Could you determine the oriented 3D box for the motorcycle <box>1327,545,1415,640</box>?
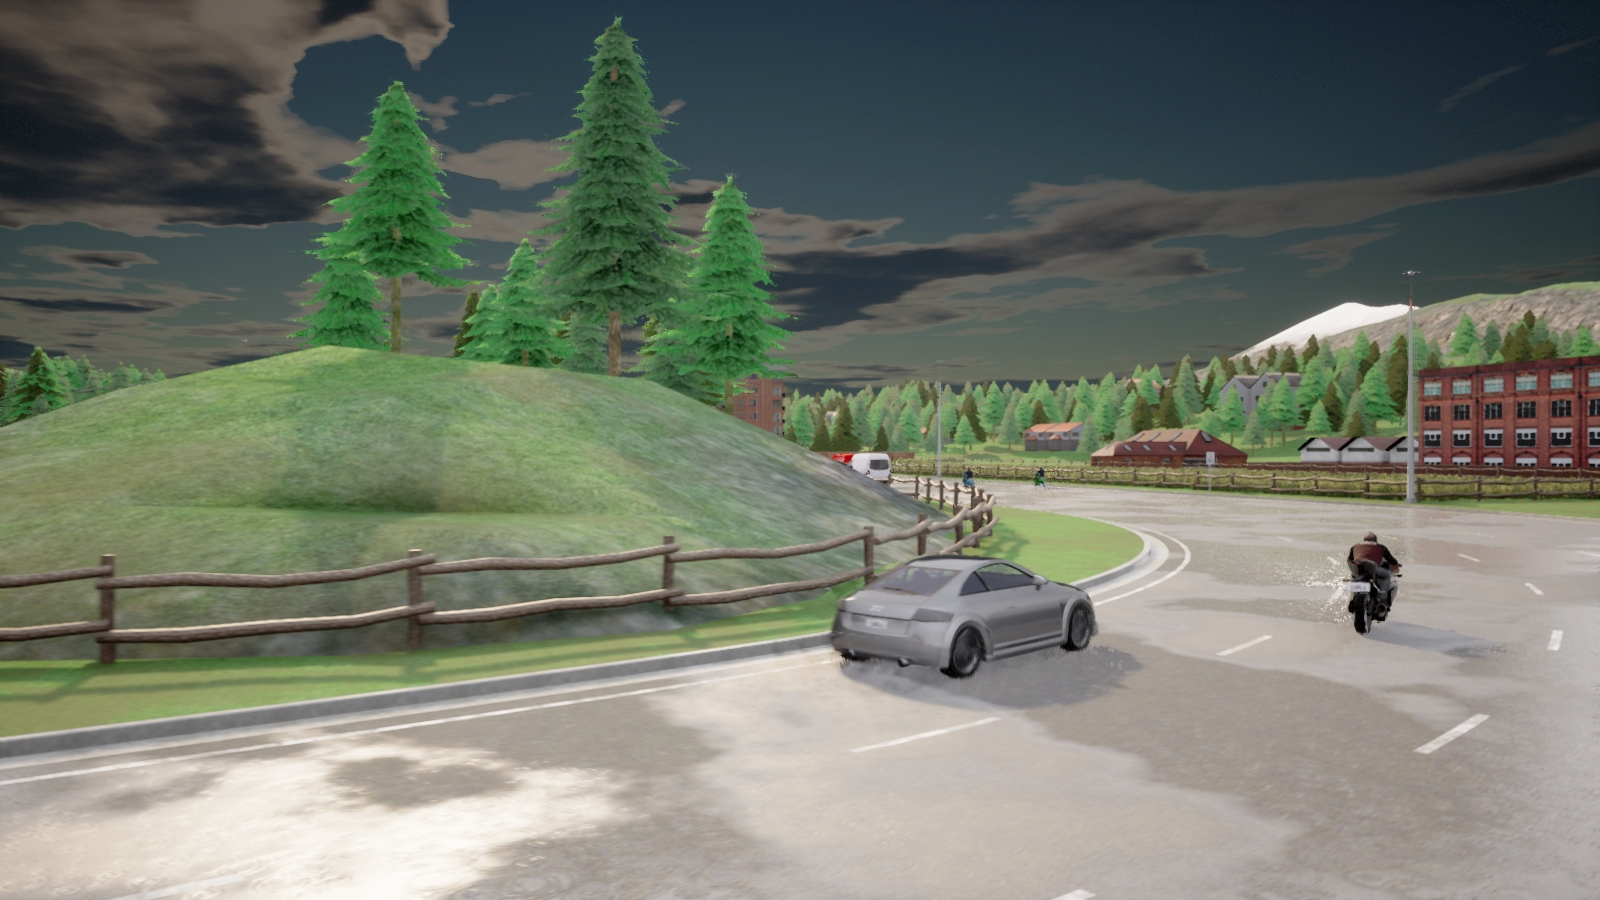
[{"bbox_3d":[9.097,2.216,18.156,0.867,1.251,2.209,-2,-1,36],"label":"motorcycle"}]

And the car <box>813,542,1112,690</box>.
[{"bbox_3d":[2.327,2.126,15.621,1.994,1.385,4.181,0,0,43],"label":"car"}]
